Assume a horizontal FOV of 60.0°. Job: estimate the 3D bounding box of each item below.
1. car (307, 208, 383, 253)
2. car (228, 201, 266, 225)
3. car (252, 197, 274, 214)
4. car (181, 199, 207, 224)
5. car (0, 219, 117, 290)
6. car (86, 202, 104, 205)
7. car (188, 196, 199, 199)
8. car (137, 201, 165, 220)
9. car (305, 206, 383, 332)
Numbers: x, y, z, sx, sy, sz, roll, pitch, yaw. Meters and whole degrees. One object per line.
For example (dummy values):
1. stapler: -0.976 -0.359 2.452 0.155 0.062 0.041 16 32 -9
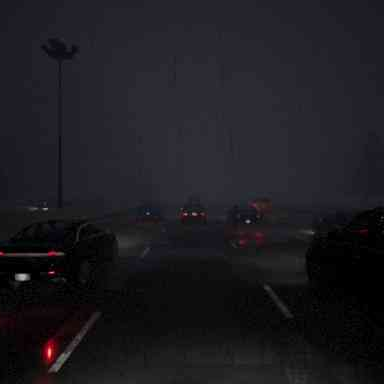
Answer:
1. car: 7.119 1.543 14.989 2.033 1.411 5.357 0 0 0
2. car: 3.633 1.592 23.712 1.895 1.301 4.718 0 0 0
3. car: 7.149 1.339 35.251 2.097 1.767 4.553 0 0 0
4. car: 0.127 1.536 24.938 2.033 1.411 5.357 0 0 0
5. car: -3.389 1.487 9.085 2.128 1.511 4.902 0 0 0
6. car: -14.012 1.504 48.506 1.812 1.442 4.674 0 0 0
7. car: 0.157 1.334 41.952 2.097 1.767 4.553 0 0 0
8. car: -3.362 1.466 27.751 1.882 1.535 5.008 0 0 0
9. car: 3.606 1.220 5.105 2.150 2.045 5.566 0 0 0
